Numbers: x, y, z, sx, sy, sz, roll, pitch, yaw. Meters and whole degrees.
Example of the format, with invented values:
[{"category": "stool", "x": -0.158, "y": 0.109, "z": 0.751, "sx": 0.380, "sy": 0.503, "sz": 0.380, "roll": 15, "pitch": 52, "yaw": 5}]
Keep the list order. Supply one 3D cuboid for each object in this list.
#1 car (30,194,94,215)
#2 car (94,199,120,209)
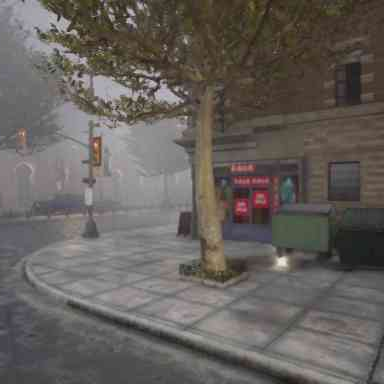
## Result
[{"category": "car", "x": -12.975, "y": 1.203, "z": 32.982, "sx": 2.150, "sy": 2.045, "sz": 5.566, "roll": 0, "pitch": 0, "yaw": 36}, {"category": "car", "x": -12.181, "y": 1.572, "z": 45.321, "sx": 1.895, "sy": 1.301, "sz": 4.718, "roll": 0, "pitch": 0, "yaw": 36}]
